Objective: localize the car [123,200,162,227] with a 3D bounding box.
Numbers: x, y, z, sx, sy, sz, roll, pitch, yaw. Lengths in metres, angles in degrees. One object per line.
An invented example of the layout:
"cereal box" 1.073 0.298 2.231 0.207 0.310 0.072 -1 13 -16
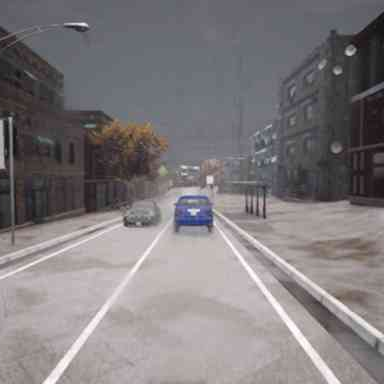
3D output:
"car" -3.238 1.336 22.484 2.097 1.767 4.553 0 0 0

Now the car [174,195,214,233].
"car" 0.086 1.204 19.836 2.150 2.045 5.566 0 0 0

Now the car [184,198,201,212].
"car" 0.086 1.471 38.375 1.812 1.442 4.674 0 0 0
